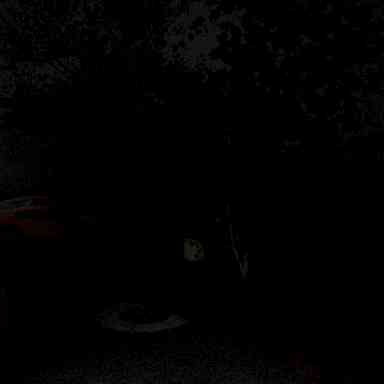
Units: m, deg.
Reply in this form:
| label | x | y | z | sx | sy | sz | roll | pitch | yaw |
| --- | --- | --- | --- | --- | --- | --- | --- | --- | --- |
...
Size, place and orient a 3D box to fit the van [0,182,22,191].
| label | x | y | z | sx | sy | sz | roll | pitch | yaw |
| --- | --- | --- | --- | --- | --- | --- | --- | --- | --- |
| van | -42.231 | -1.202 | 77.741 | 4.442 | 1.987 | 1.878 | 1 | 1 | -30 |

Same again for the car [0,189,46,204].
| label | x | y | z | sx | sy | sz | roll | pitch | yaw |
| --- | --- | --- | --- | --- | --- | --- | --- | --- | --- |
| car | -18.937 | 0.457 | 36.845 | 4.792 | 1.488 | 2.163 | 1 | 2 | -29 |

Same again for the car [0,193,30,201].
| label | x | y | z | sx | sy | sz | roll | pitch | yaw |
| --- | --- | --- | --- | --- | --- | --- | --- | --- | --- |
| car | -8.030 | 1.137 | 17.566 | 4.553 | 1.767 | 2.185 | 1 | 2 | -30 |

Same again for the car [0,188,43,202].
| label | x | y | z | sx | sy | sz | roll | pitch | yaw |
| --- | --- | --- | --- | --- | --- | --- | --- | --- | --- |
| car | -20.235 | 0.368 | 39.141 | 4.792 | 1.488 | 2.163 | 1 | 1 | -30 |

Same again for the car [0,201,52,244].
| label | x | y | z | sx | sy | sz | roll | pitch | yaw |
| --- | --- | --- | --- | --- | --- | --- | --- | --- | --- |
| car | -6.703 | 1.367 | 15.141 | 5.008 | 1.535 | 2.097 | 1 | 2 | -30 |

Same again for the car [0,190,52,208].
| label | x | y | z | sx | sy | sz | roll | pitch | yaw |
| --- | --- | --- | --- | --- | --- | --- | --- | --- | --- |
| car | -16.200 | 0.663 | 31.889 | 4.792 | 1.488 | 2.163 | 1 | 2 | -30 |

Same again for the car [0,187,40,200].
| label | x | y | z | sx | sy | sz | roll | pitch | yaw |
| --- | --- | --- | --- | --- | --- | --- | --- | --- | --- |
| car | -22.980 | 0.167 | 43.947 | 5.008 | 1.535 | 2.097 | 1 | 1 | -30 |

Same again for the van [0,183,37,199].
| label | x | y | z | sx | sy | sz | roll | pitch | yaw |
| --- | --- | --- | --- | --- | --- | --- | --- | --- | --- |
| van | -24.240 | -0.138 | 46.407 | 4.442 | 1.987 | 1.878 | 1 | 1 | -30 |

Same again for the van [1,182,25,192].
| label | x | y | z | sx | sy | sz | roll | pitch | yaw |
| --- | --- | --- | --- | --- | --- | --- | --- | --- | --- |
| van | -39.297 | -1.036 | 73.029 | 4.442 | 1.987 | 1.878 | 1 | 1 | -30 |

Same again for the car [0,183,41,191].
| label | x | y | z | sx | sy | sz | roll | pitch | yaw |
| --- | --- | --- | --- | --- | --- | --- | --- | --- | --- |
| car | -14.780 | 0.489 | 29.501 | 5.566 | 2.045 | 2.435 | 1 | 2 | -30 |

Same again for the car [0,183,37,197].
| label | x | y | z | sx | sy | sz | roll | pitch | yaw |
| --- | --- | --- | --- | --- | --- | --- | --- | --- | --- |
| car | -27.091 | -0.328 | 51.156 | 5.566 | 2.045 | 2.435 | 1 | 1 | -30 |

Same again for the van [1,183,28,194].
| label | x | y | z | sx | sy | sz | roll | pitch | yaw |
| --- | --- | --- | --- | --- | --- | --- | --- | --- | --- |
| van | -33.844 | -0.711 | 63.388 | 4.442 | 1.987 | 1.878 | 1 | 1 | -30 |

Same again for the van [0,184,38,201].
| label | x | y | z | sx | sy | sz | roll | pitch | yaw |
| --- | --- | --- | --- | --- | --- | --- | --- | --- | --- |
| van | -21.702 | 0.024 | 41.463 | 4.442 | 1.987 | 1.878 | 1 | 1 | -30 |

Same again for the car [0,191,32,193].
| label | x | y | z | sx | sy | sz | roll | pitch | yaw |
| --- | --- | --- | --- | --- | --- | --- | --- | --- | --- |
| car | -12.249 | 0.945 | 24.583 | 5.366 | 1.575 | 1.946 | 1 | 2 | -30 |

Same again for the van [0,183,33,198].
| label | x | y | z | sx | sy | sz | roll | pitch | yaw |
| --- | --- | --- | --- | --- | --- | --- | --- | --- | --- |
| van | -25.806 | -0.223 | 48.703 | 4.442 | 1.987 | 1.878 | 1 | 1 | -30 |
